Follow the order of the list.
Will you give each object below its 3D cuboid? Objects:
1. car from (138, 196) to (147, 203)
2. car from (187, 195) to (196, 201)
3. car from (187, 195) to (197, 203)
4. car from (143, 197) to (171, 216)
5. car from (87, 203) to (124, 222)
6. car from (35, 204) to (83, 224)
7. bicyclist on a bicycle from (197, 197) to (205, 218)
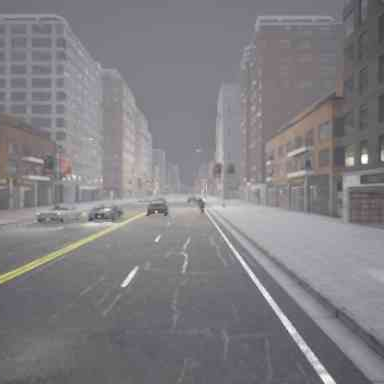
[{"bbox_3d":[-9.785,1.540,67.421,1.895,1.301,4.718,0,0,0],"label":"car"},{"bbox_3d":[-0.042,1.476,82.775,2.128,1.511,4.902,0,0,0],"label":"car"},{"bbox_3d":[-0.007,1.460,67.882,1.837,1.490,4.892,0,0,1],"label":"car"},{"bbox_3d":[-3.167,1.483,31.858,1.837,1.490,4.892,0,0,0],"label":"car"},{"bbox_3d":[-6.604,1.546,25.724,1.994,1.385,4.181,0,0,0],"label":"car"},{"bbox_3d":[-9.857,1.583,25.004,1.895,1.301,4.718,0,0,0],"label":"car"},{"bbox_3d":[0.877,1.433,28.604,0.582,1.620,1.656,0,0,0],"label":"bicyclist on a bicycle"}]
